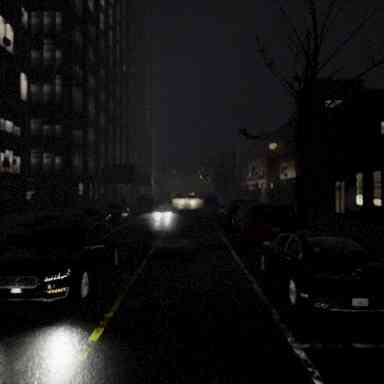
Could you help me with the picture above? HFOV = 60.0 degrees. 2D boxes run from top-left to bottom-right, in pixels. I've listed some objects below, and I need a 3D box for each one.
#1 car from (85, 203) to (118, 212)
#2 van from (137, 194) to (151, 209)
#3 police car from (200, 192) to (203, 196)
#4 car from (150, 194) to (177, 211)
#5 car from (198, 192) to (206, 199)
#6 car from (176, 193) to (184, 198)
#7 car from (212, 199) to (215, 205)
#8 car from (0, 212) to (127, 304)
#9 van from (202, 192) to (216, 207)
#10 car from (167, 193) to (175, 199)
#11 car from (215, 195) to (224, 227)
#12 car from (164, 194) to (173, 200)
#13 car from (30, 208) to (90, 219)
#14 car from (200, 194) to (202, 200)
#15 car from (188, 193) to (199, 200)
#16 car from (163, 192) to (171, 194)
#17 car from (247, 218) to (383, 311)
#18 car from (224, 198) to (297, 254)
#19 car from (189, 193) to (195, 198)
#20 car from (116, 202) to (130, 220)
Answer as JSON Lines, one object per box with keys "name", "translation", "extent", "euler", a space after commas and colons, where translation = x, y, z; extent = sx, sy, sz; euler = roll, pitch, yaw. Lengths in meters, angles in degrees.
{"name": "car", "translation": [-5.677, 1.515, 18.611], "extent": [1.802, 1.307, 4.206], "euler": [1, 0, 0]}
{"name": "van", "translation": [-5.669, 1.177, 40.796], "extent": [1.690, 1.788, 3.998], "euler": [1, 0, 0]}
{"name": "police car", "translation": [3.012, 1.154, 62.480], "extent": [1.930, 1.638, 5.238], "euler": [0, 0, 0]}
{"name": "car", "translation": [-3.088, 1.343, 37.292], "extent": [2.128, 1.511, 4.902], "euler": [0, 0, 0]}
{"name": "car", "translation": [2.721, 0.888, 90.710], "extent": [2.192, 1.841, 5.009], "euler": [1, 0, 0]}
{"name": "car", "translation": [-2.986, 0.853, 78.265], "extent": [1.882, 1.535, 5.008], "euler": [0, 0, 0]}
{"name": "car", "translation": [2.706, 1.435, 24.327], "extent": [1.752, 1.417, 4.829], "euler": [1, 0, 0]}
{"name": "car", "translation": [-3.085, 1.477, 8.265], "extent": [1.837, 1.490, 4.892], "euler": [0, 0, 0]}
{"name": "van", "translation": [2.712, 1.150, 46.342], "extent": [1.690, 1.788, 3.998], "euler": [1, 0, 0]}
{"name": "car", "translation": [-5.662, 1.100, 90.540], "extent": [1.752, 1.417, 4.829], "euler": [1, 0, 0]}
{"name": "car", "translation": [2.707, 1.248, 18.609], "extent": [2.192, 1.841, 5.009], "euler": [1, 0, 0]}
{"name": "car", "translation": [-5.664, 1.163, 79.449], "extent": [1.752, 1.417, 4.829], "euler": [1, 0, 0]}
{"name": "car", "translation": [-5.679, 1.536, 13.063], "extent": [1.802, 1.307, 4.206], "euler": [1, 0, 0]}
{"name": "car", "translation": [2.710, 1.348, 51.889], "extent": [1.947, 1.339, 4.313], "euler": [1, 0, 0]}
{"name": "car", "translation": [0.014, 1.066, 76.311], "extent": [1.895, 1.301, 4.718], "euler": [0, 0, 0]}
{"name": "car", "translation": [-5.662, 0.982, 74.072], "extent": [2.192, 1.841, 5.009], "euler": [1, 0, 0]}
{"name": "car", "translation": [2.702, 1.525, 7.516], "extent": [2.008, 1.369, 4.403], "euler": [1, 0, 0]}
{"name": "car", "translation": [2.706, 1.269, 13.060], "extent": [2.192, 1.841, 5.009], "euler": [1, 0, 0]}
{"name": "car", "translation": [0.018, 0.957, 95.365], "extent": [1.895, 1.301, 4.718], "euler": [0, 0, 0]}
{"name": "car", "translation": [-5.675, 1.455, 24.157], "extent": [1.887, 1.381, 4.507], "euler": [1, 0, 0]}
